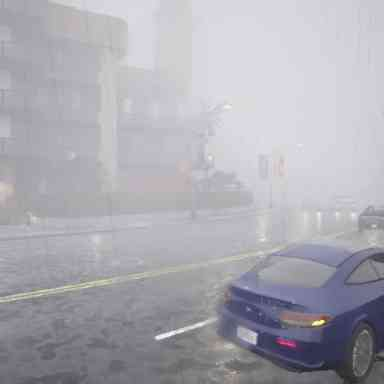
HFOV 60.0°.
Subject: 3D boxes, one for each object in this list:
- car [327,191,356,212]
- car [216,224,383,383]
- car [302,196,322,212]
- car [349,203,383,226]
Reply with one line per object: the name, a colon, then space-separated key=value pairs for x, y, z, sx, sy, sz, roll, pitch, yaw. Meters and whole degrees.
car: x=17.758 y=1.204 z=39.409 sx=2.150 sy=2.045 sz=5.566 roll=0 pitch=0 yaw=14
car: x=2.429 y=1.523 z=5.413 sx=4.674 sy=1.442 sz=1.812 roll=0 pitch=0 yaw=-39
car: x=13.741 y=1.505 z=38.234 sx=1.812 sy=1.442 sz=4.674 roll=0 pitch=0 yaw=17
car: x=10.750 y=1.484 z=18.682 sx=2.128 sy=1.511 sz=4.902 roll=0 pitch=0 yaw=39
